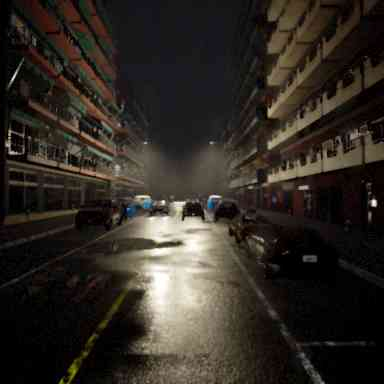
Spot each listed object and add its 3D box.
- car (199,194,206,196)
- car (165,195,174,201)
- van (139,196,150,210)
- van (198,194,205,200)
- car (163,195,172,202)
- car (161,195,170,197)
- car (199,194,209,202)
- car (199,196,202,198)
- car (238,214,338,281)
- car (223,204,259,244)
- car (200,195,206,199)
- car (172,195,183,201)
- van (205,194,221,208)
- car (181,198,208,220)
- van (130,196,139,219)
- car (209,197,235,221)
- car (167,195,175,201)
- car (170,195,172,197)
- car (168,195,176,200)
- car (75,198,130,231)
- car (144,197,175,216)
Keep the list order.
[{"bbox_3d":[2.690,1.563,60.866,1.947,1.339,4.313,1,0,0],"label":"car"},{"bbox_3d":[-5.661,1.529,83.372,1.752,1.417,4.829,1,0,0],"label":"car"},{"bbox_3d":[-5.686,1.337,38.066,1.690,1.788,3.998,1,0,0],"label":"van"},{"bbox_3d":[2.686,1.349,94.974,1.690,1.788,3.998,1,0,0],"label":"van"},{"bbox_3d":[-5.660,1.547,77.858,1.887,1.381,4.507,1,0,0],"label":"car"},{"bbox_3d":[-5.654,1.438,60.804,1.967,1.590,4.097,1,0,0],"label":"car"},{"bbox_3d":[2.691,1.317,77.919,2.192,1.841,5.009,1,0,0],"label":"car"},{"bbox_3d":[0.090,1.596,46.101,1.895,1.301,4.718,0,0,0],"label":"car"},{"bbox_3d":[2.702,1.564,9.704,1.947,1.339,4.313,1,0,0],"label":"car"},{"bbox_3d":[2.701,1.523,15.559,1.752,1.417,4.829,1,0,0],"label":"car"},{"bbox_3d":[2.691,1.578,55.181,1.802,1.307,4.206,1,0,0],"label":"car"},{"bbox_3d":[-3.016,1.405,75.708,1.812,1.442,4.674,0,0,0],"label":"car"},{"bbox_3d":[2.699,1.336,38.128,1.690,1.788,3.998,1,0,0],"label":"van"},{"bbox_3d":[0.092,1.521,27.855,1.812,1.442,4.674,0,0,0],"label":"car"},{"bbox_3d":[-5.678,1.337,26.695,1.690,1.788,3.998,1,0,0],"label":"van"},{"bbox_3d":[2.700,1.436,26.758,1.967,1.590,4.097,1,0,0],"label":"car"},{"bbox_3d":[-5.662,1.551,89.228,1.887,1.381,4.507,1,0,0],"label":"car"},{"bbox_3d":[-5.658,1.565,66.489,1.947,1.339,4.313,1,0,0],"label":"car"},{"bbox_3d":[-5.664,1.534,94.742,1.752,1.417,4.829,1,0,0],"label":"car"},{"bbox_3d":[-5.676,1.312,21.011,2.192,1.841,5.009,1,0,0],"label":"car"},{"bbox_3d":[-3.107,1.543,33.142,2.033,1.411,5.357,0,0,0],"label":"car"}]
